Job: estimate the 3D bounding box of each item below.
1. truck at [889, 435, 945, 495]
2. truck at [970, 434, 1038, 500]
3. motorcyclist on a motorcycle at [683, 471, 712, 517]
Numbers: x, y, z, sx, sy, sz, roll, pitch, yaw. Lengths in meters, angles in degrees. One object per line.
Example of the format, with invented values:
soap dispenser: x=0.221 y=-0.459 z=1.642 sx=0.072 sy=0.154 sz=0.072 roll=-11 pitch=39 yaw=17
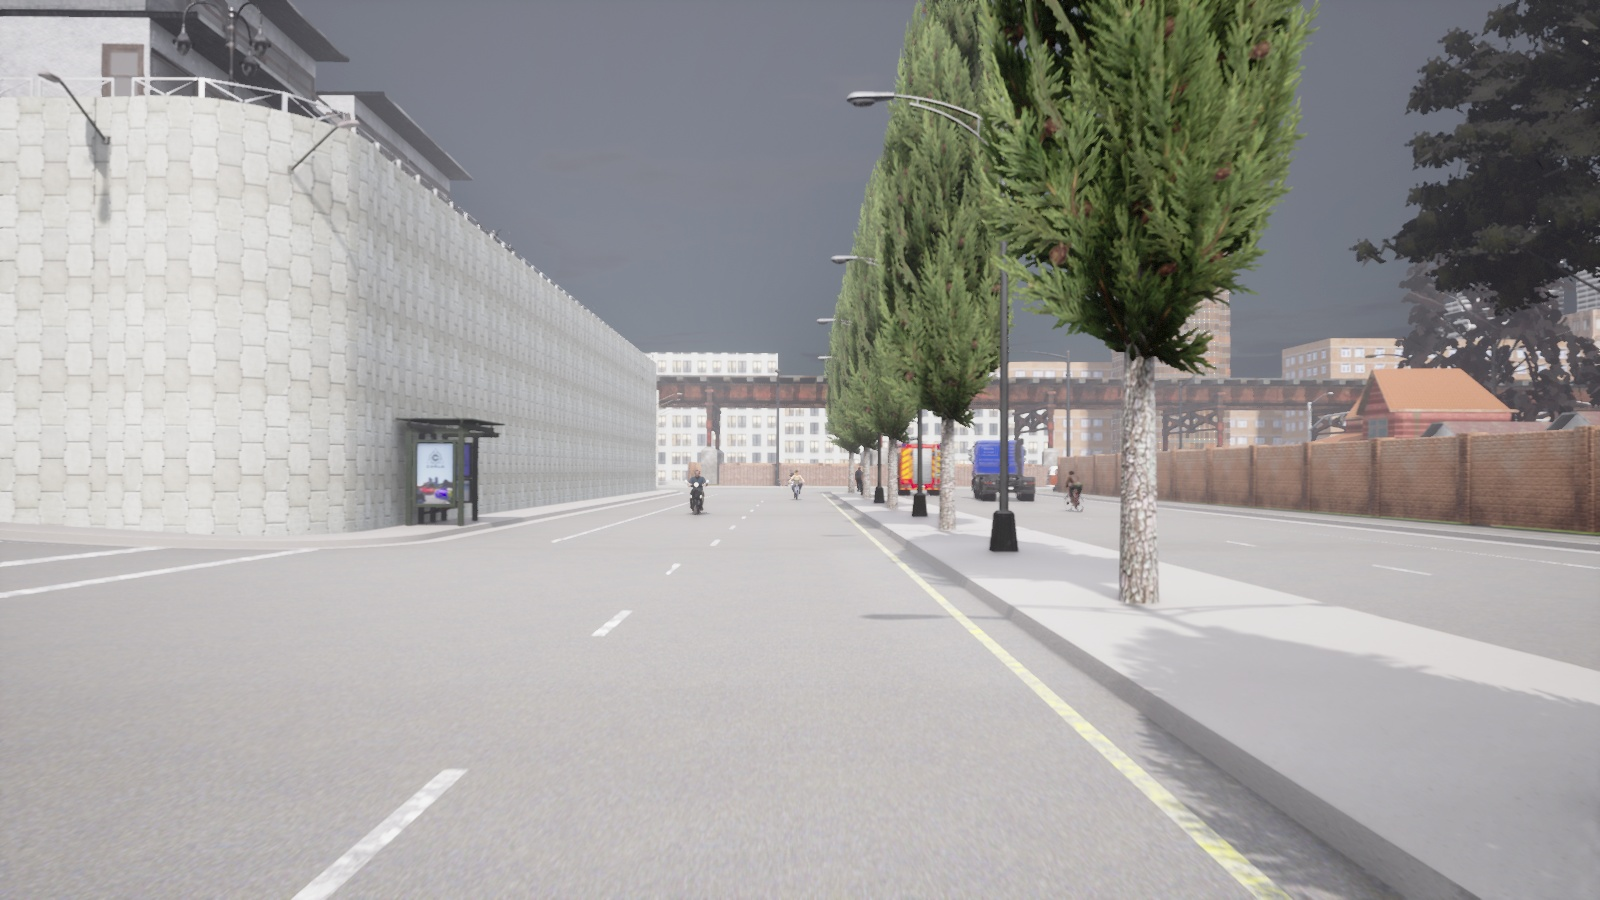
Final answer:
truck: x=7.795 y=1.037 z=84.675 sx=2.891 sy=3.827 sz=8.468 roll=0 pitch=-1 yaw=0
truck: x=11.221 y=0.954 z=69.625 sx=2.891 sy=3.462 sz=7.936 roll=0 pitch=-1 yaw=3
motorcyclist on a motorcycle: x=-3.604 y=1.522 z=44.173 sx=0.866 sy=1.590 sz=1.817 roll=0 pitch=-1 yaw=0
